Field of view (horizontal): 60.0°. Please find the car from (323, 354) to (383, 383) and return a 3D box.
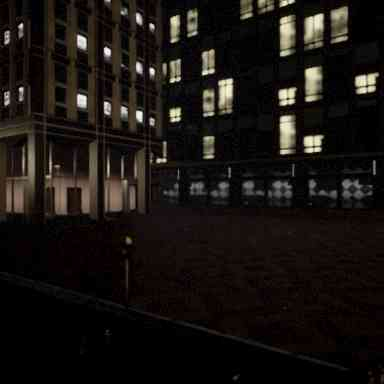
[{"bbox_3d":[2.381,1.436,1.212,4.097,1.590,1.967,0,0,35],"label":"car"}]
